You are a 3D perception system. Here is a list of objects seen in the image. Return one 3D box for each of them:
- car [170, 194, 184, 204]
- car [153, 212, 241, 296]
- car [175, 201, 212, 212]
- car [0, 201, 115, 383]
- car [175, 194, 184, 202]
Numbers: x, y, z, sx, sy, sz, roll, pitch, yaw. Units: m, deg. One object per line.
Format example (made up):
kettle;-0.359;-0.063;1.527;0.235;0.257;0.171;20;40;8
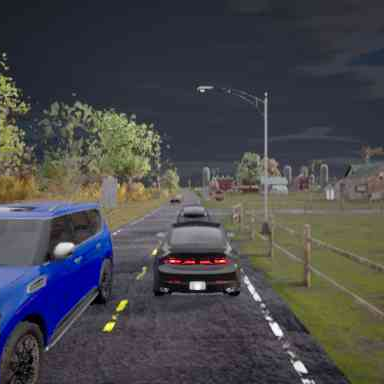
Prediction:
car;-2.814;1.454;58.015;1.895;1.301;4.718;0;0;0
car;0.102;1.490;8.601;1.837;1.490;4.892;0;0;0
car;0.101;1.469;19.077;1.837;1.490;4.892;0;0;0
car;-2.750;1.213;5.113;2.150;2.045;5.566;0;0;0
car;-2.739;1.272;73.198;1.882;1.535;5.008;0;0;0
